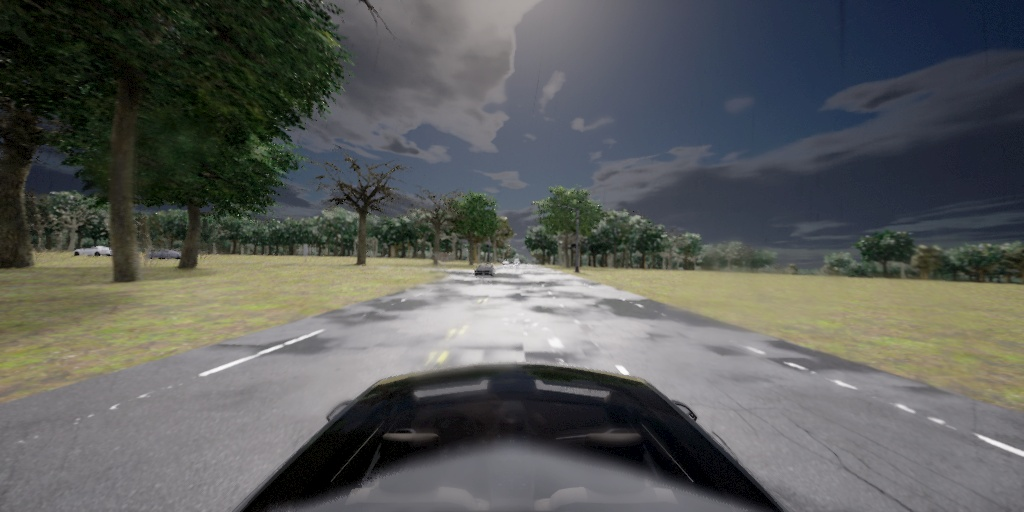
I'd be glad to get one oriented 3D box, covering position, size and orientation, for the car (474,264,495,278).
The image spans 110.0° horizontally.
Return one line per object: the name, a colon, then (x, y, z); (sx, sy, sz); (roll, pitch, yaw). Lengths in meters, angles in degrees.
car: (-2.771, 1.508, 37.157); (1.895, 1.301, 4.718); (1, 0, 1)
